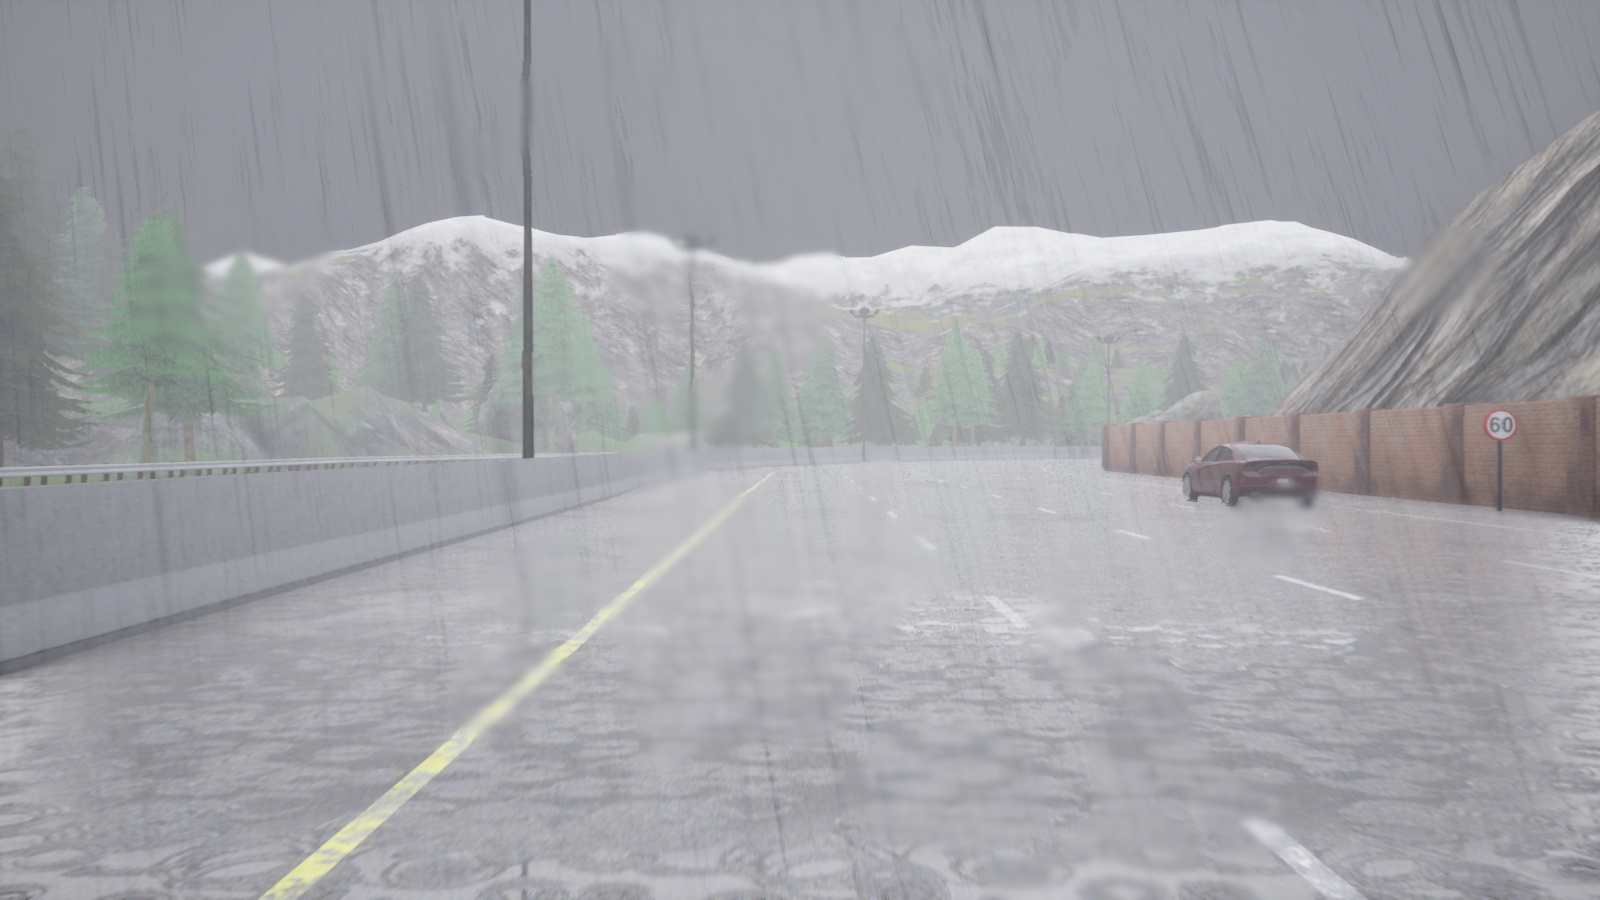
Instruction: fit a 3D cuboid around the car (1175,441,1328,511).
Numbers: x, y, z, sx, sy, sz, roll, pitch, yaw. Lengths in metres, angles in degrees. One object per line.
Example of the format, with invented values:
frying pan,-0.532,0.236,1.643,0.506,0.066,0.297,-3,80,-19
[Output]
car,10.682,0.563,30.135,1.882,1.535,5.008,0,0,0
